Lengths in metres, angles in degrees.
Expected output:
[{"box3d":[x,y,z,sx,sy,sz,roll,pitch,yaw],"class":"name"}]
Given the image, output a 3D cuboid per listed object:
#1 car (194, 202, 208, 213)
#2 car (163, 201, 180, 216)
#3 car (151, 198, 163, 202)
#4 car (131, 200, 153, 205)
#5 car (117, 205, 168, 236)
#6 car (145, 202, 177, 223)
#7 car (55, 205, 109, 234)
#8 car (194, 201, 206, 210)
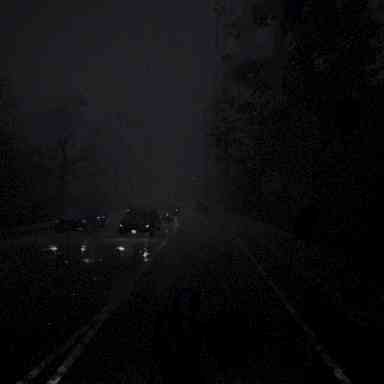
[{"box3d":[1.283,2.261,48.656,1.994,1.385,4.181,0,-1,1],"class":"car"},{"box3d":[-2.408,2.091,38.828,1.895,1.301,4.718,0,-1,1],"class":"car"},{"box3d":[-5.642,2.033,53.092,2.150,2.045,5.566,0,-1,1],"class":"car"},{"box3d":[-5.972,1.905,36.987,1.882,1.535,5.008,0,-1,2],"class":"car"},{"box3d":[-2.890,1.684,19.652,2.033,1.411,5.357,0,-1,2],"class":"car"},{"box3d":[-2.642,1.830,28.760,1.812,1.442,4.674,0,-1,2],"class":"car"},{"box3d":[-6.461,1.590,19.997,1.882,1.535,5.008,0,-1,2],"class":"car"},{"box3d":[1.435,2.375,58.529,1.994,1.385,4.181,0,0,1],"class":"car"}]
